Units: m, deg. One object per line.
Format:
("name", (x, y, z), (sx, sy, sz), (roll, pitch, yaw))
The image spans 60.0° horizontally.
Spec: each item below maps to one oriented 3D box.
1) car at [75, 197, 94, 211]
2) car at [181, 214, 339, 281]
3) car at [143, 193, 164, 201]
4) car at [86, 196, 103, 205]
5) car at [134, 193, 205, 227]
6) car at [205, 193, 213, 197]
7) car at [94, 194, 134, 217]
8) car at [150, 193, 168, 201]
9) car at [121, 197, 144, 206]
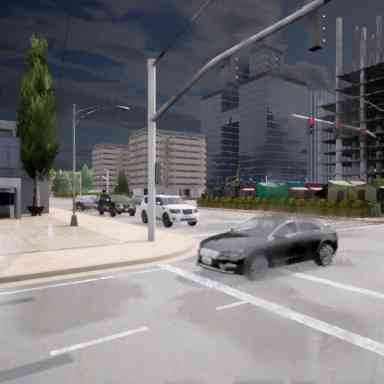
("car", (-12.797, 1.526, 40.354), (1.812, 1.442, 4.674), (0, 0, -32))
("car", (2.392, 1.491, 9.933), (4.902, 1.511, 2.128), (0, 0, -35))
("car", (-9.384, 1.153, 81.086), (4.605, 1.855, 1.932), (0, 0, -34))
("car", (-18.287, 1.564, 62.235), (1.994, 1.385, 4.181), (0, 0, -33))
("car", (-1.713, 1.222, 23.059), (2.150, 2.045, 5.566), (0, 0, -33))
("car", (3.240, 1.156, 62.439), (3.866, 1.878, 1.905), (0, 0, -34))
("car", (-7.243, 1.221, 31.682), (2.150, 2.045, 5.566), (0, 0, -33))
("car", (-7.805, 1.156, 78.660), (3.866, 1.878, 1.905), (0, 0, -34))
("car", (-10.082, 1.547, 55.929), (2.033, 1.411, 5.357), (0, 0, -33))
